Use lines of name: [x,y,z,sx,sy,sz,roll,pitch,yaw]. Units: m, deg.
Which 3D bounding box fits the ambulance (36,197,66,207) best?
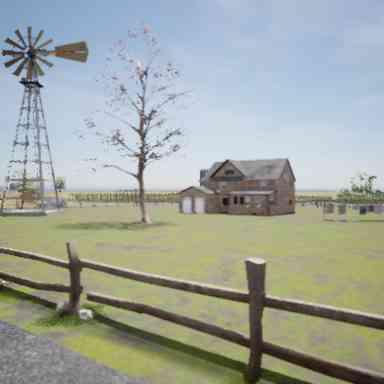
ambulance: [-32.343,2.361,76.496,2.351,2.431,6.366,0,-1,35]
